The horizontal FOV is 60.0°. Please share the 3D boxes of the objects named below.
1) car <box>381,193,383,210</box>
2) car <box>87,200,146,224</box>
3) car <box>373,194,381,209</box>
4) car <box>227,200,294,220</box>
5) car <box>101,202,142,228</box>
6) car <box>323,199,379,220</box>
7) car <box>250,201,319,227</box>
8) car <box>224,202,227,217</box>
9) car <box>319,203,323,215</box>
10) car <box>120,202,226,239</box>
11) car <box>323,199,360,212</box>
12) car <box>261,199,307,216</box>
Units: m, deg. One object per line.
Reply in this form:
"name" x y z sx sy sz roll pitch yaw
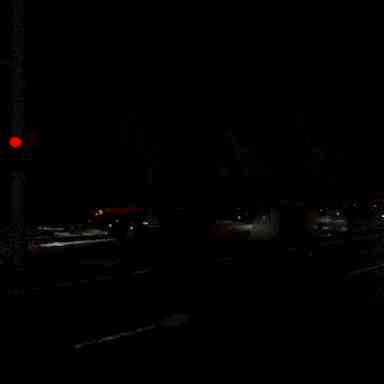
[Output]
"car" 21.766 1.191 33.510 5.566 2.045 2.150 0 0 -35
"car" -4.925 1.345 23.199 4.553 1.767 2.097 0 0 -35
"car" 22.463 1.189 38.288 5.566 2.045 2.150 0 0 -35
"car" 5.704 1.532 26.474 5.357 1.411 2.033 0 0 -35
"car" -2.520 1.540 20.660 5.357 1.411 2.033 0 0 -35
"car" 13.187 1.543 27.488 4.181 1.385 1.994 0 0 -35
"car" 6.329 1.550 22.621 4.181 1.385 1.994 0 0 -35
"car" 2.105 1.550 28.207 4.181 1.385 1.994 0 0 -36
"car" 13.964 1.481 32.312 4.892 1.490 1.837 0 0 -35
"car" -0.923 1.485 17.456 4.902 1.511 2.128 0 0 -36
"car" 17.652 1.571 39.172 4.718 1.301 1.895 0 0 -35
"car" 9.240 1.504 33.257 4.674 1.442 1.812 0 0 -35
